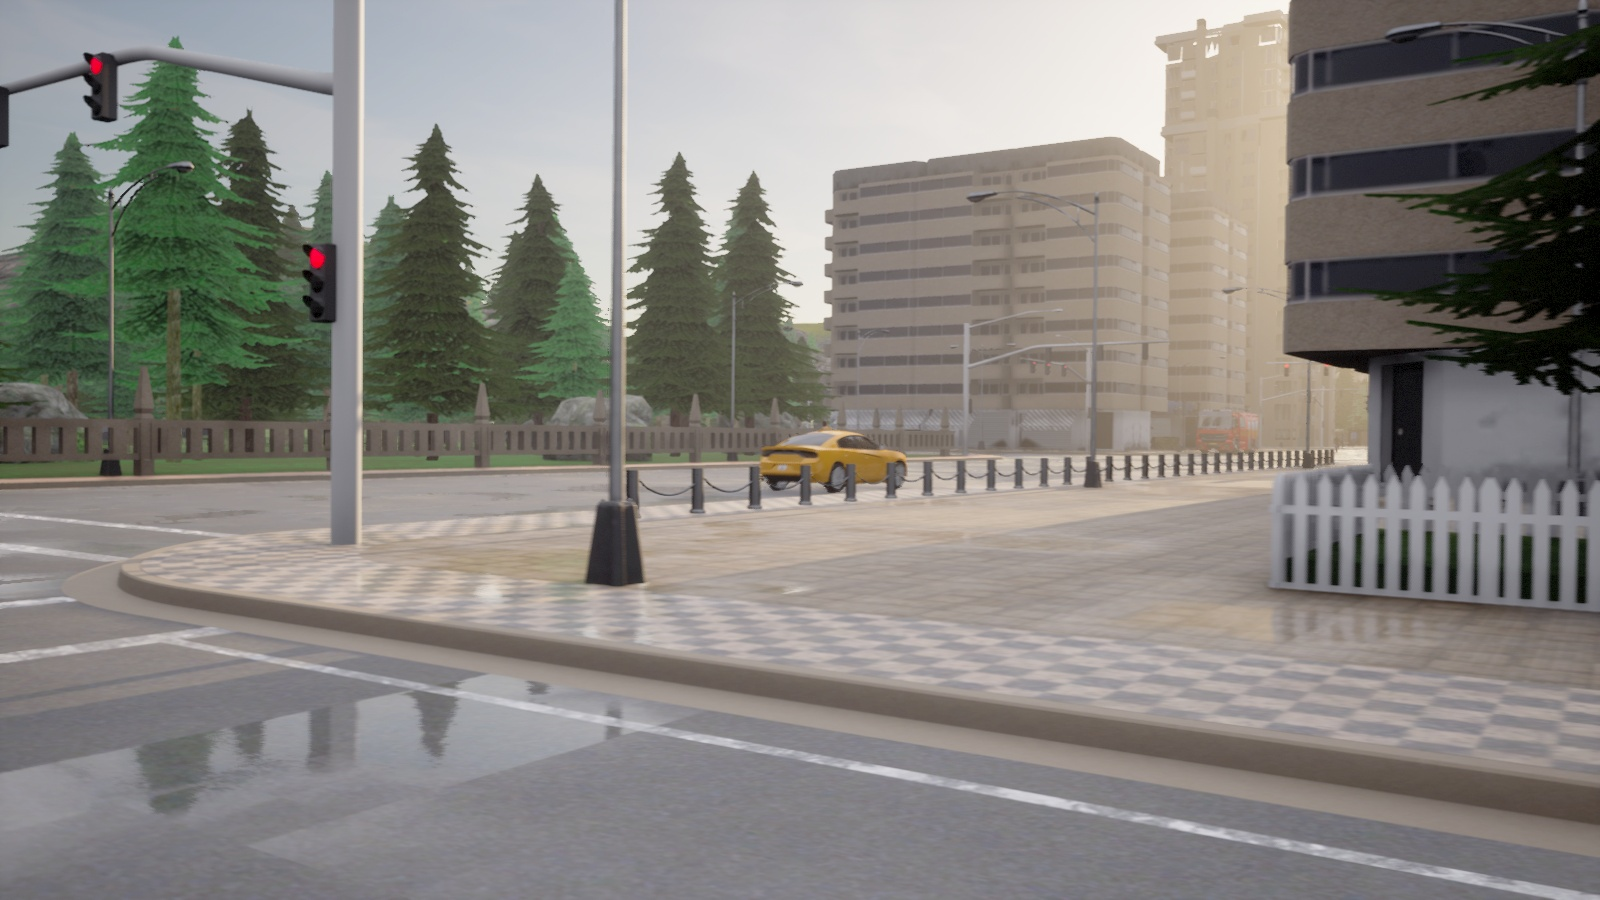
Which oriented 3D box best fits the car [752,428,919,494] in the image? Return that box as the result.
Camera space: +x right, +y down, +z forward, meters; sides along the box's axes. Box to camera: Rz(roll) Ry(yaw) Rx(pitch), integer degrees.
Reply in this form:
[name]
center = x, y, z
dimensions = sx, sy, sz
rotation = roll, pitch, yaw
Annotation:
[car]
center = 1.010, 0.228, 32.097
dimensions = 1.882, 1.535, 5.008
rotation = 0, 1, 34
